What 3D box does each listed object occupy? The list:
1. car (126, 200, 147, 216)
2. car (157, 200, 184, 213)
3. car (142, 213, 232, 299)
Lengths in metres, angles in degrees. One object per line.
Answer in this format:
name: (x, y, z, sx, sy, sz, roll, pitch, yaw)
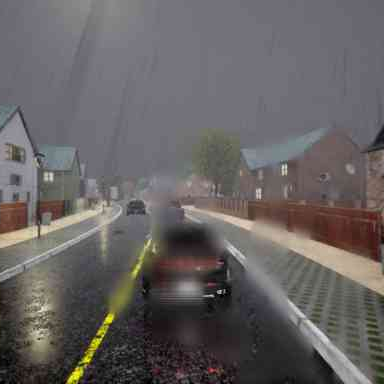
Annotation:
car: (-5.611, 1.585, 33.641, 1.882, 1.535, 5.008, 0, 0, -9)
car: (-1.851, 1.435, 27.986, 2.097, 1.767, 4.553, 0, 0, -7)
car: (-0.161, 1.516, 8.501, 1.837, 1.490, 4.892, 0, 0, -2)
